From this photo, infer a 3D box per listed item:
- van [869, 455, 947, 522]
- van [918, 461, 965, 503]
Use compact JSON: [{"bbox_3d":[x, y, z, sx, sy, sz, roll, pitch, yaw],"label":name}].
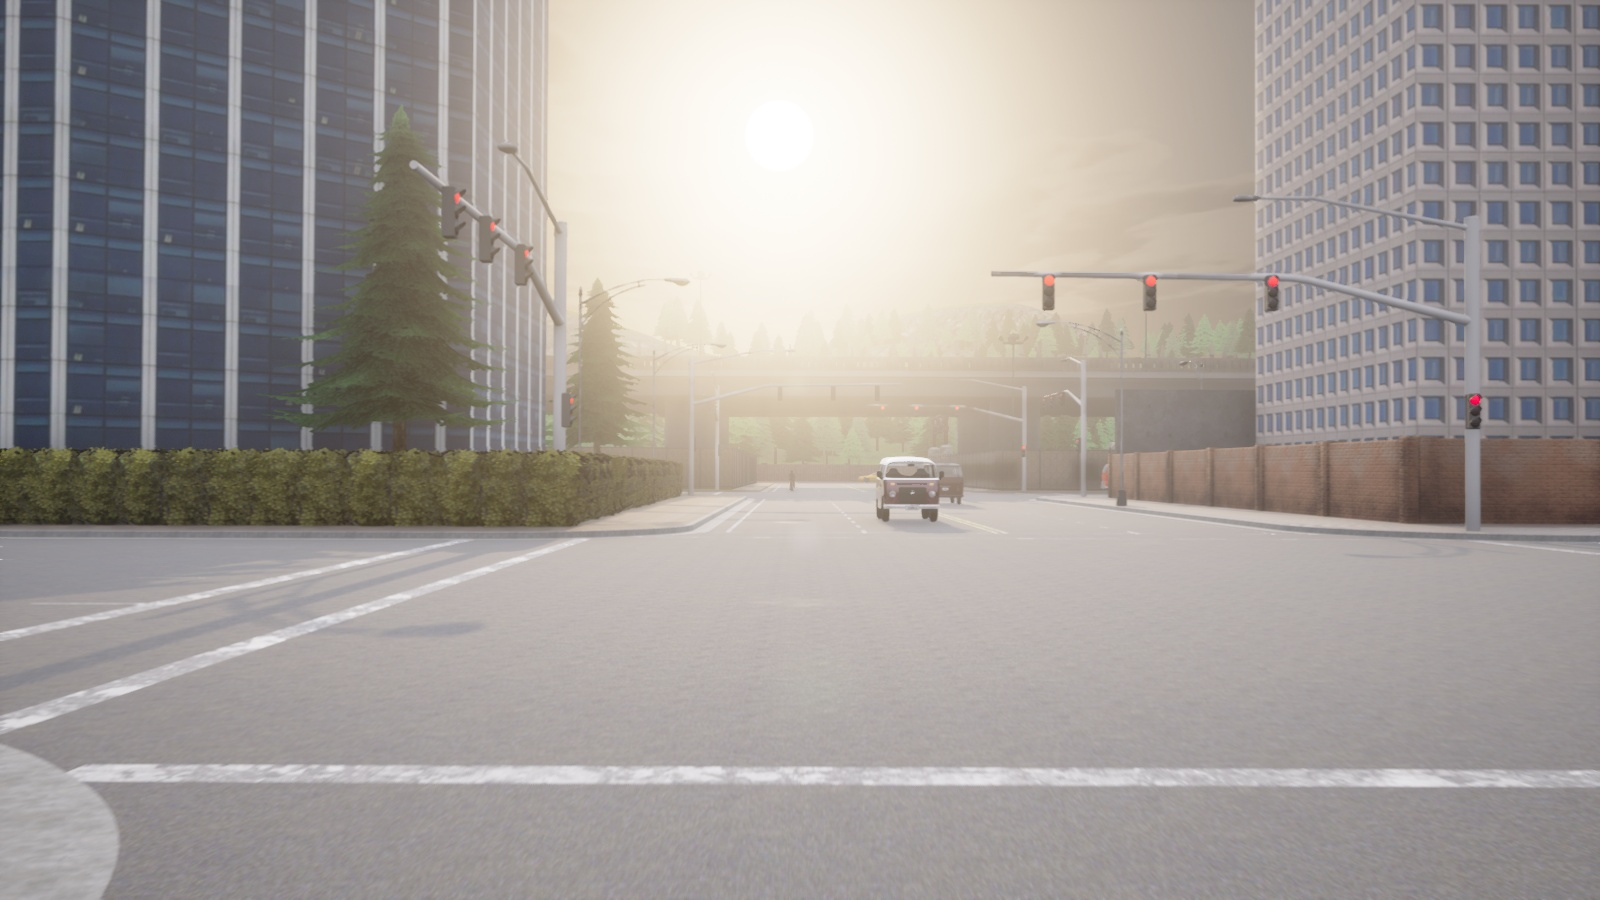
[{"bbox_3d":[3.400,1.199,40.302,2.069,2.038,4.480,0,-1,0],"label":"van"},{"bbox_3d":[6.850,1.563,61.293,1.775,1.987,4.442,0,-1,0],"label":"van"}]
